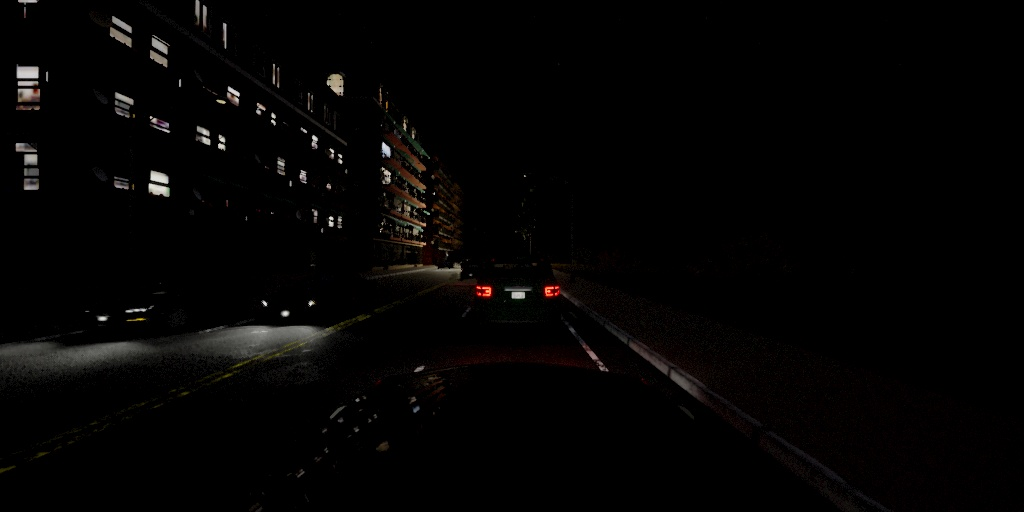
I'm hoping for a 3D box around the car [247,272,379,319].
[{"bbox_3d":[-6.606,1.300,13.101,2.033,1.411,5.357,0,0,0],"label":"car"}]

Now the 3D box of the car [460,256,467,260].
[{"bbox_3d":[-6.596,0.974,54.617,2.150,2.045,5.566,0,0,0],"label":"car"}]

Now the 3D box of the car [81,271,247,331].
[{"bbox_3d":[-9.854,1.256,11.051,1.837,1.490,4.892,0,0,0],"label":"car"}]

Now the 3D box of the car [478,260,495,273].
[{"bbox_3d":[-3.152,1.259,45.676,1.837,1.490,4.892,0,0,0],"label":"car"}]

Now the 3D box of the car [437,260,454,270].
[{"bbox_3d":[-9.847,1.279,53.339,1.812,1.442,4.674,0,0,0],"label":"car"}]

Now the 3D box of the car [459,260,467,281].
[{"bbox_3d":[-3.152,1.280,29.822,1.812,1.442,4.674,0,0,0],"label":"car"}]

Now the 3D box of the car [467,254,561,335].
[{"bbox_3d":[0.100,0.973,10.715,2.150,2.045,5.566,0,0,-1],"label":"car"}]
